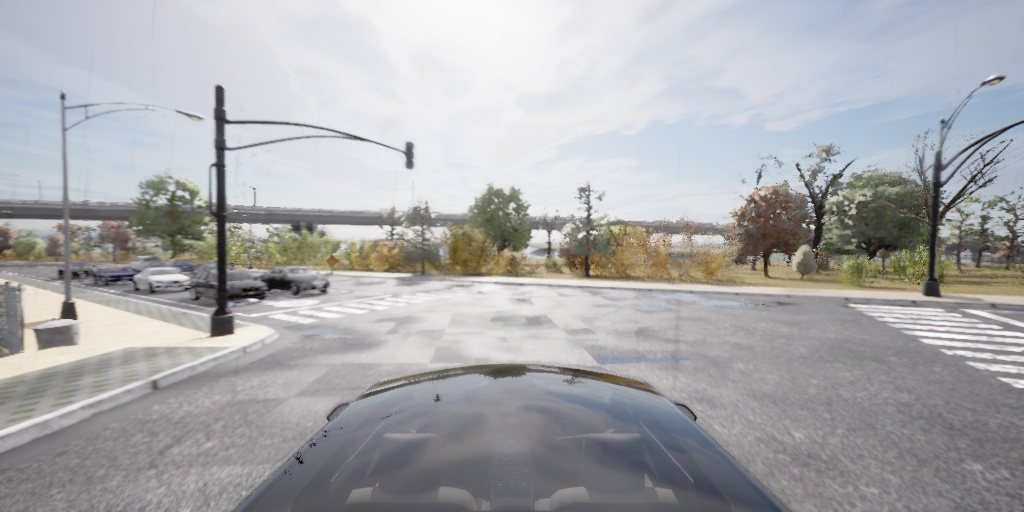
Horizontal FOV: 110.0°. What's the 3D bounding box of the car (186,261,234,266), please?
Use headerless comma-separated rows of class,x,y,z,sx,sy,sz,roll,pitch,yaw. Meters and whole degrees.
car,-20.902,1.355,25.550,4.892,1.490,1.837,-1,1,31

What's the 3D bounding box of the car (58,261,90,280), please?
car,-41.615,1.284,34.406,4.553,1.767,2.097,0,1,32

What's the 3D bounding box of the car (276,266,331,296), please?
car,-12.303,1.337,20.330,4.902,1.511,2.128,0,1,31

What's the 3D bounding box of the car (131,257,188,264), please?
car,-31.477,1.208,31.973,4.553,1.767,2.097,0,1,30

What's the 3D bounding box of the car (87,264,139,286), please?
car,-30.361,1.523,27.499,4.718,1.301,1.895,0,1,31

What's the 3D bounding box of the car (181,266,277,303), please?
car,-13.839,1.419,17.461,4.892,1.490,1.837,0,1,31

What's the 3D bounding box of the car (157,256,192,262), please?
car,-36.222,1.141,38.878,4.553,1.767,2.097,0,1,31

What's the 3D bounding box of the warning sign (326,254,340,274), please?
warning sign,-17.306,0.762,34.431,1.060,1.860,1.300,0,0,31

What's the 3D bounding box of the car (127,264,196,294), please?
car,-21.746,1.443,22.267,4.674,1.442,1.812,0,1,31

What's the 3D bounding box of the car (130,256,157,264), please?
car,-44.967,1.024,44.140,5.566,2.045,2.150,0,1,31
